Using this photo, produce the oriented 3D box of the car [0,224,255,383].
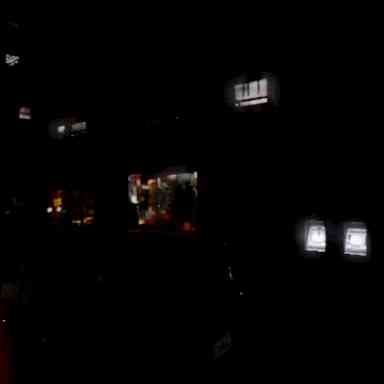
[{"bbox_3d":[-1.695,1.340,4.085,5.009,1.841,2.192,0,0,36],"label":"car"}]
